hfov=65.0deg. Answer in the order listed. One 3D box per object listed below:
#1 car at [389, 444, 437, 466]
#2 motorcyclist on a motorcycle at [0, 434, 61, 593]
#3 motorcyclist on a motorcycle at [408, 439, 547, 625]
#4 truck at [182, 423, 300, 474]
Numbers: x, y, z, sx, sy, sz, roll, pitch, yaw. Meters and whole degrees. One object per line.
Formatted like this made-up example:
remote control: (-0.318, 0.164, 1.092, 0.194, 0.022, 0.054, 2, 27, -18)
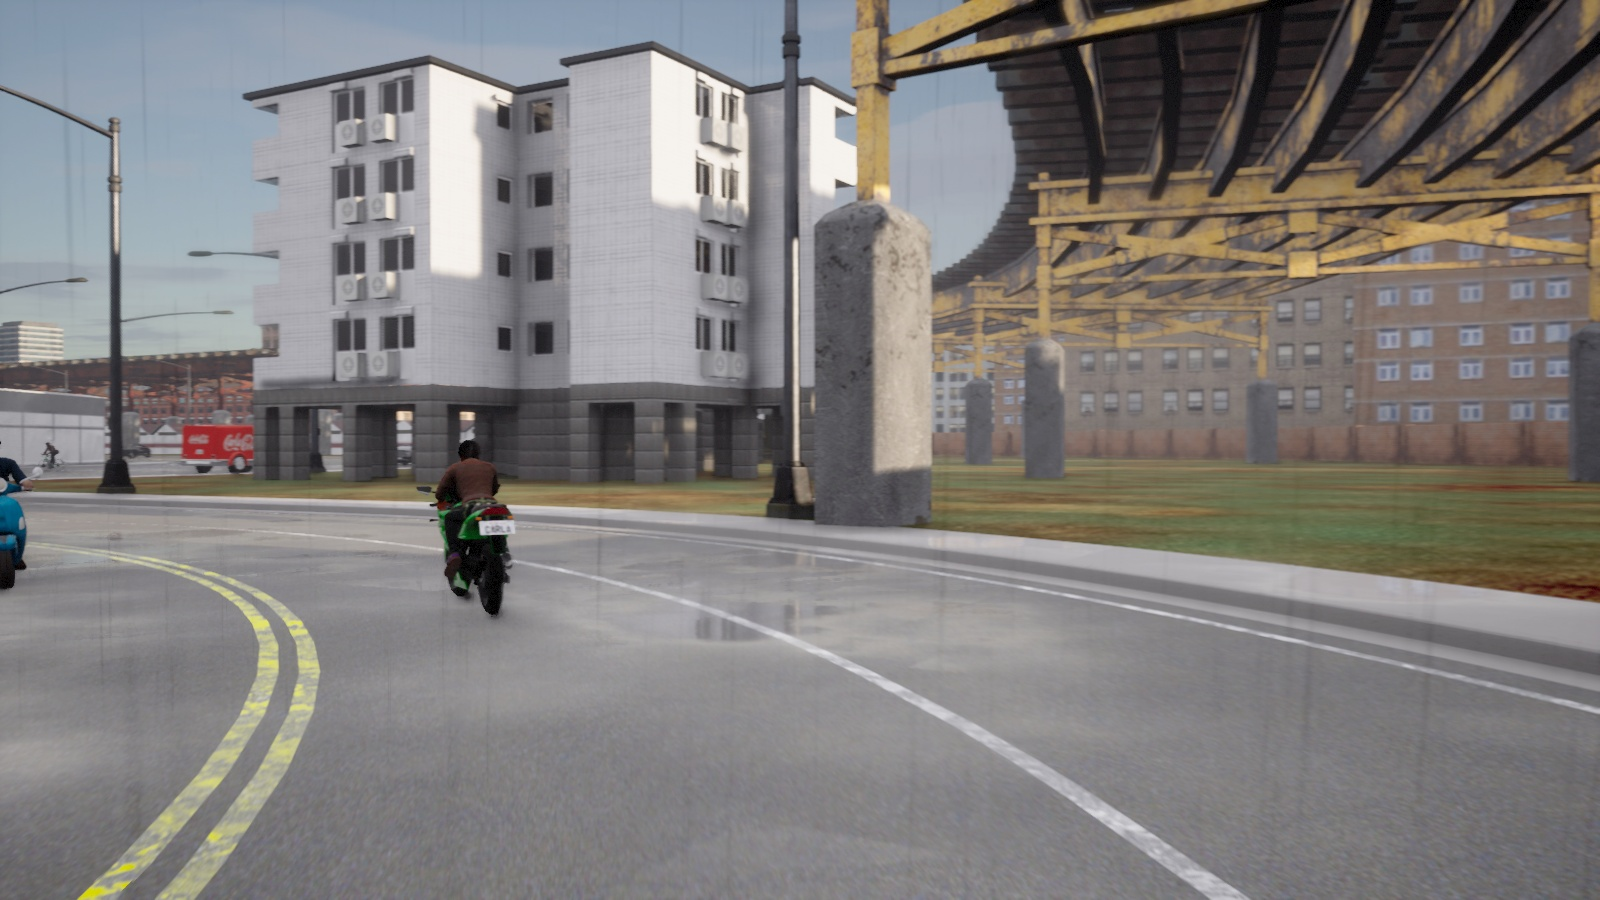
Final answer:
car: (-25.789, 0.313, 83.873, 1.812, 1.442, 4.674, 0, 0, -1)
motorcyclist on a motorcycle: (-8.532, 0.629, 13.315, 0.866, 1.590, 1.817, -1, 1, -41)
motorcyclist on a motorcycle: (-2.974, 0.666, 11.424, 0.797, 1.523, 2.044, -1, 1, -26)
truck: (-28.669, -0.089, 64.605, 2.627, 2.467, 5.204, 0, 0, 20)
